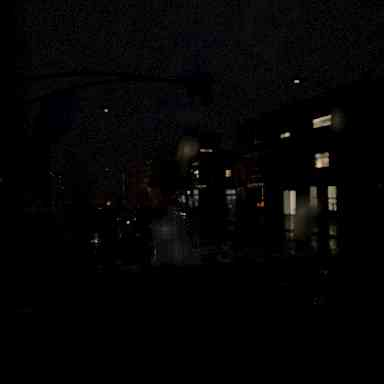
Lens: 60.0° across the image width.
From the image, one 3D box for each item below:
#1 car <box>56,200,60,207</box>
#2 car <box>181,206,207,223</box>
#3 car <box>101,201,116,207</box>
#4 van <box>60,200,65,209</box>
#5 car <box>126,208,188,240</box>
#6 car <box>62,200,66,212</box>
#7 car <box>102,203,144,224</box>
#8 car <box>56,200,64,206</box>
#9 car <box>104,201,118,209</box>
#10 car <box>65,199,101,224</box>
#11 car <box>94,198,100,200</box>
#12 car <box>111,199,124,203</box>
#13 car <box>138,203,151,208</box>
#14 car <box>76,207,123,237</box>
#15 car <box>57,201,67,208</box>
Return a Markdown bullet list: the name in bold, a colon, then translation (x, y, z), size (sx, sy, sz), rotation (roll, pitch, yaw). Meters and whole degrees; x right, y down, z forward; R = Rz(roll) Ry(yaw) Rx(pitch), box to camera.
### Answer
- **car**: translation (-23.465, 2.318, 61.492), size (2.192, 1.841, 5.009), rotation (-2, 0, -24)
- **car**: translation (-0.188, 1.886, 29.364), size (2.008, 1.369, 4.403), rotation (-2, 0, -24)
- **car**: translation (-10.253, 2.080, 37.706), size (1.837, 1.490, 4.892), rotation (-1, -1, -24)
- **van**: translation (-19.045, 2.181, 51.344), size (1.690, 1.788, 3.998), rotation (-2, 0, -24)
- **car**: translation (-2.131, 1.837, 19.040), size (1.994, 1.385, 4.181), rotation (-1, -1, -24)
- **car**: translation (-14.344, 2.106, 40.524), size (1.967, 1.590, 4.097), rotation (-2, 0, -24)
- **car**: translation (-5.880, 1.959, 27.633), size (2.033, 1.411, 5.357), rotation (-1, -1, -24)
- **car**: translation (-34.438, 2.934, 86.706), size (1.752, 1.417, 4.829), rotation (-2, 0, -24)
- **car**: translation (-15.840, 2.437, 64.985), size (1.752, 1.417, 4.829), rotation (-2, 0, -24)
- **car**: translation (-10.012, 1.818, 30.340), size (2.192, 1.841, 5.009), rotation (-2, 0, -24)
- **car**: translation (-24.616, 2.551, 85.125), size (2.192, 1.841, 5.009), rotation (-2, 0, -24)
- **car**: translation (-13.569, 2.143, 59.756), size (2.192, 1.841, 5.009), rotation (-2, 0, -24)
- **car**: translation (-6.630, 2.123, 43.864), size (2.008, 1.369, 4.403), rotation (-2, 0, -24)
- **car**: translation (-5.901, 1.916, 20.847), size (1.947, 1.339, 4.313), rotation (-2, 0, -24)
- **car**: translation (-30.086, 2.793, 76.713), size (1.887, 1.381, 4.507), rotation (-2, 0, -24)
